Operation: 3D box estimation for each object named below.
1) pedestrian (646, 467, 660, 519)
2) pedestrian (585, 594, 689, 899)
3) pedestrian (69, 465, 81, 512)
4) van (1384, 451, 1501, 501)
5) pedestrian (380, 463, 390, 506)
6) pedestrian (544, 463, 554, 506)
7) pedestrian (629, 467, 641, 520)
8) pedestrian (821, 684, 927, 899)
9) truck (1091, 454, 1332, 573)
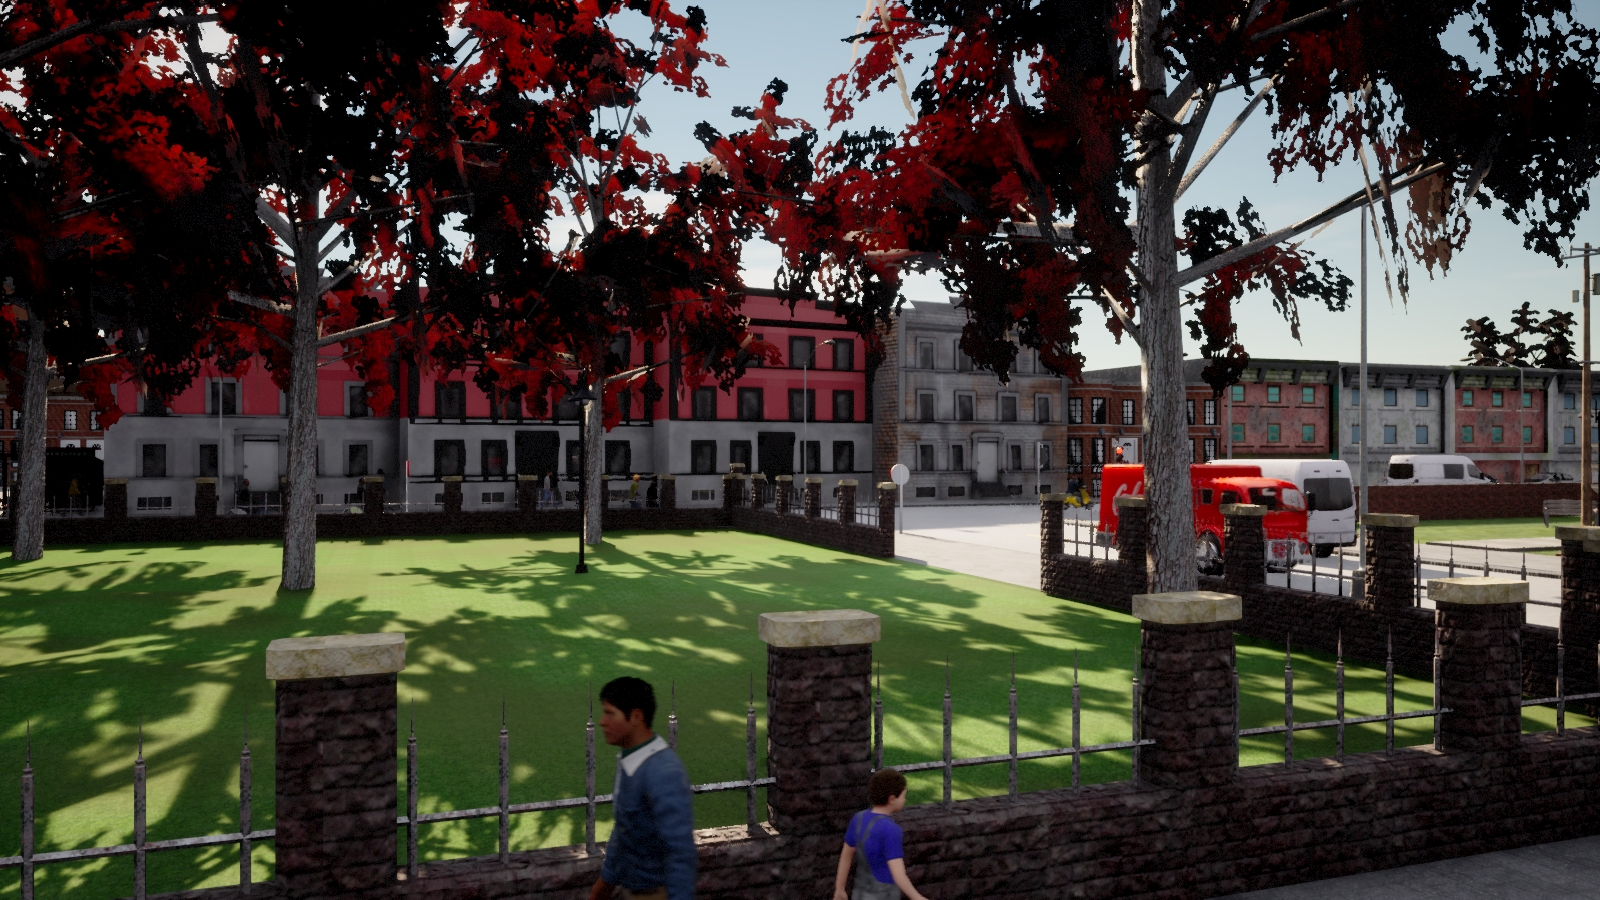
[{"bbox_3d":[-5.252,1.526,40.808,0.375,1.860,0.375,0,0,-24],"label":"pedestrian"},{"bbox_3d":[-0.650,1.526,4.500,0.375,1.860,0.375,0,0,-13],"label":"pedestrian"},{"bbox_3d":[-29.009,1.524,45.710,0.375,1.860,0.375,0,0,-30],"label":"pedestrian"},{"bbox_3d":[33.699,1.314,59.921,5.915,2.561,1.988,0,0,-20],"label":"van"},{"bbox_3d":[-18.303,1.522,50.368,0.375,1.860,0.375,0,0,-16],"label":"pedestrian"},{"bbox_3d":[-11.150,1.524,50.687,0.375,1.860,0.375,0,0,-24],"label":"pedestrian"},{"bbox_3d":[-5.829,1.524,40.416,0.375,1.860,0.375,0,0,-17],"label":"pedestrian"},{"bbox_3d":[0.343,1.806,5.390,0.375,1.300,0.375,0,0,-21],"label":"pedestrian"},{"bbox_3d":[9.463,1.346,26.854,2.627,2.467,5.204,0,0,-19],"label":"truck"}]
